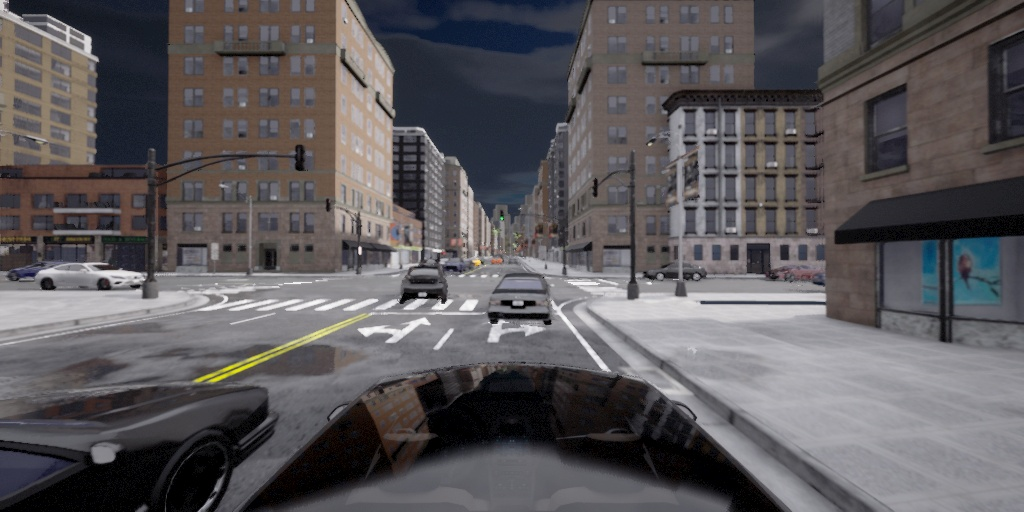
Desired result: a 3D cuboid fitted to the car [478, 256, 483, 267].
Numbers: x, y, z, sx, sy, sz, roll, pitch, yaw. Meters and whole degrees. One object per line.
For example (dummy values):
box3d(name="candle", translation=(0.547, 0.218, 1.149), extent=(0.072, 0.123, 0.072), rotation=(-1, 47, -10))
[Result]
box3d(name="car", translation=(-6.338, 1.000, 59.723), extent=(1.882, 1.535, 5.008), rotation=(0, 0, 0))

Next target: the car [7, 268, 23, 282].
box3d(name="car", translation=(-33.393, 1.094, 25.998), extent=(4.674, 1.442, 1.812), rotation=(0, -1, 0))

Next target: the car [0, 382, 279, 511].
box3d(name="car", translation=(-3.160, 1.300, 0.954), extent=(2.033, 1.411, 5.357), rotation=(0, 0, 0))

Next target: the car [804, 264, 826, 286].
box3d(name="car", translation=(19.363, 1.238, 19.313), extent=(5.357, 1.411, 2.033), rotation=(0, -1, 0))

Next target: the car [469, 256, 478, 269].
box3d(name="car", translation=(-6.422, 1.055, 49.747), extent=(2.128, 1.511, 4.902), rotation=(0, 0, 1))

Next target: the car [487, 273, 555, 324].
box3d(name="car", translation=(0.408, 1.258, 11.807), extent=(2.033, 1.411, 5.357), rotation=(0, 0, 6))

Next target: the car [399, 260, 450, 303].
box3d(name="car", translation=(-3.849, 1.150, 15.914), extent=(1.837, 1.490, 4.892), rotation=(1, 1, -11))

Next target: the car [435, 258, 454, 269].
box3d(name="car", translation=(-9.651, 1.081, 51.700), extent=(1.812, 1.442, 4.674), rotation=(0, 0, 1))

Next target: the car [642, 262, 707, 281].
box3d(name="car", translation=(13.203, 1.267, 29.261), extent=(4.892, 1.490, 1.837), rotation=(0, -1, 0))

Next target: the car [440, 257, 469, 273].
box3d(name="car", translation=(-6.481, 0.953, 40.607), extent=(2.097, 1.767, 4.553), rotation=(0, 0, 0))

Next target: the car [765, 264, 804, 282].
box3d(name="car", translation=(23.166, 1.356, 29.244), extent=(4.181, 1.385, 1.994), rotation=(0, -1, 1))

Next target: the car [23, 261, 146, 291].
box3d(name="car", translation=(-22.574, 1.076, 19.290), extent=(4.674, 1.442, 1.812), rotation=(0, -1, -1))
